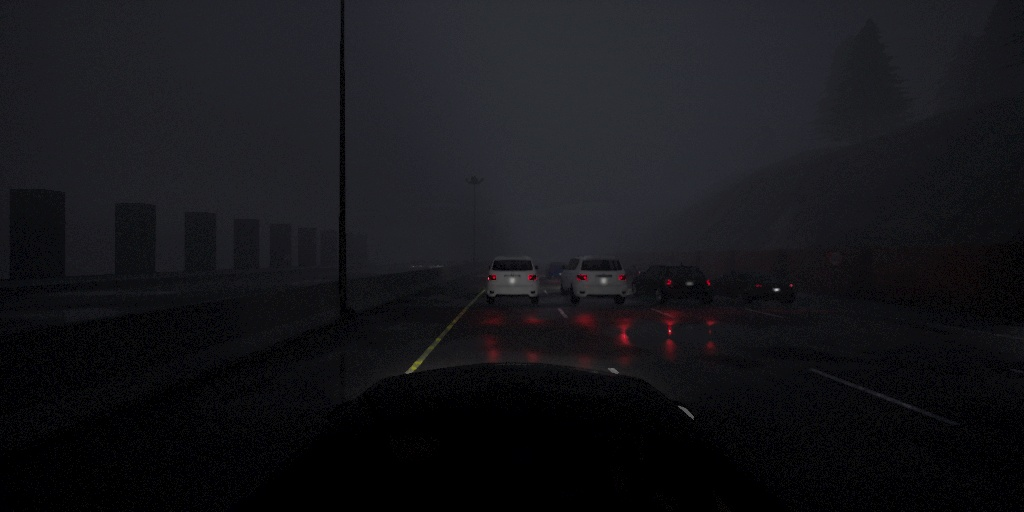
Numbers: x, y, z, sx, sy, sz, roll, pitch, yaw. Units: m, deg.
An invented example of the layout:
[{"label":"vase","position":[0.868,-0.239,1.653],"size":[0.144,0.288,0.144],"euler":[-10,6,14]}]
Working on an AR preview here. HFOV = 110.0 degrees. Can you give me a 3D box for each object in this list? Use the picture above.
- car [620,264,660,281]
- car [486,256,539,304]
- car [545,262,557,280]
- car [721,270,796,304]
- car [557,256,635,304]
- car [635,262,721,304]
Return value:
[{"label":"car","position":[10.955,1.364,31.010],"size":[1.895,1.301,4.718],"euler":[0,0,2]},{"label":"car","position":[0.054,1.005,16.453],"size":[2.150,2.045,5.566],"euler":[0,0,1]},{"label":"car","position":[3.957,1.232,31.209],"size":[1.882,1.535,5.008],"euler":[0,0,2]},{"label":"car","position":[10.552,1.320,16.269],"size":[1.994,1.385,4.181],"euler":[0,0,1]},{"label":"car","position":[3.553,1.005,16.402],"size":[2.150,2.045,5.566],"euler":[0,0,1]},{"label":"car","position":[7.052,1.113,16.290],"size":[2.097,1.767,4.553],"euler":[0,0,1]}]
